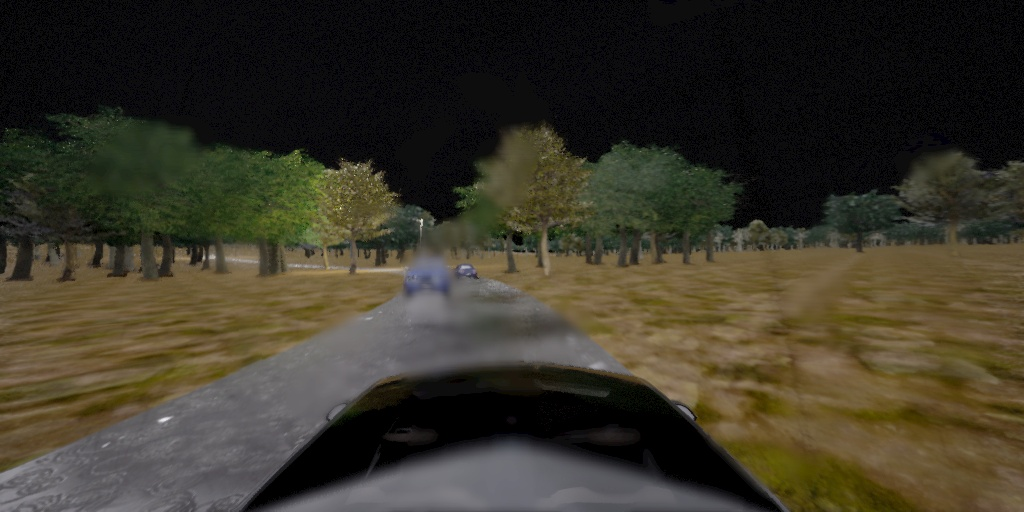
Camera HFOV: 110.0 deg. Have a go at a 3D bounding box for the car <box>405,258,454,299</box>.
[{"bbox_3d":[-4.517,1.133,19.918,2.150,2.045,5.566,-1,-1,-9],"label":"car"}]

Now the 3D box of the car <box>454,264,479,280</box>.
[{"bbox_3d":[-4.517,1.480,34.521,1.812,1.442,4.674,-1,0,-16],"label":"car"}]
